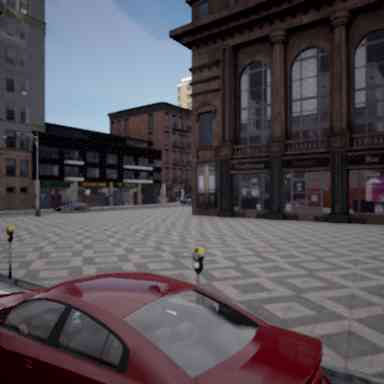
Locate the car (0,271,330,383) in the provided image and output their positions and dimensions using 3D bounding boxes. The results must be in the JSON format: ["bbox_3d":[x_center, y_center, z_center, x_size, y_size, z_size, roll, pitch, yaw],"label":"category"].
[{"bbox_3d":[-0.955,1.554,3.526,4.507,1.381,1.887,0,0,35],"label":"car"}]

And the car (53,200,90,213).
[{"bbox_3d":[-14.083,1.649,39.075,1.994,1.385,4.181,0,0,36],"label":"car"}]

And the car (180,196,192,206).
[{"bbox_3d":[-0.122,1.460,57.921,2.097,1.767,4.553,0,0,37],"label":"car"}]
